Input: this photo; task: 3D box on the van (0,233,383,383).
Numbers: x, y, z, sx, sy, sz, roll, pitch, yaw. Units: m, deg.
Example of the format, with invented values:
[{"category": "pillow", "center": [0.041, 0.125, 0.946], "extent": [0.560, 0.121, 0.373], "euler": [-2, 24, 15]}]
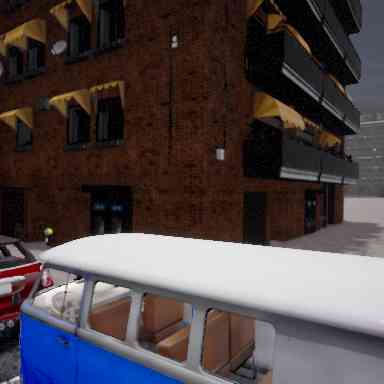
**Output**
[{"category": "van", "center": [0.169, 1.340, 2.731], "extent": [3.998, 1.788, 1.690], "euler": [0, 1, 36]}]
